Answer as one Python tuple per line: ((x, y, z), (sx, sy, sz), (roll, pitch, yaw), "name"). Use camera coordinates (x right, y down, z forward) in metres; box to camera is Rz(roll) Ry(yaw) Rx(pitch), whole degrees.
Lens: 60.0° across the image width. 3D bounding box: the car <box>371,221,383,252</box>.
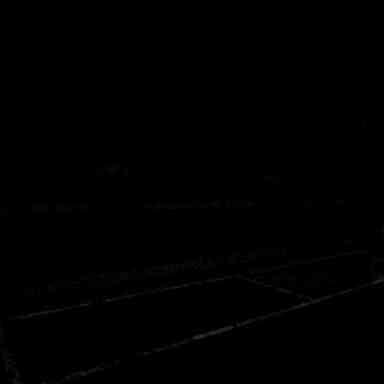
((9.043, 1.383, 12.988), (5.009, 1.841, 2.192), (0, 0, -36), "car")
